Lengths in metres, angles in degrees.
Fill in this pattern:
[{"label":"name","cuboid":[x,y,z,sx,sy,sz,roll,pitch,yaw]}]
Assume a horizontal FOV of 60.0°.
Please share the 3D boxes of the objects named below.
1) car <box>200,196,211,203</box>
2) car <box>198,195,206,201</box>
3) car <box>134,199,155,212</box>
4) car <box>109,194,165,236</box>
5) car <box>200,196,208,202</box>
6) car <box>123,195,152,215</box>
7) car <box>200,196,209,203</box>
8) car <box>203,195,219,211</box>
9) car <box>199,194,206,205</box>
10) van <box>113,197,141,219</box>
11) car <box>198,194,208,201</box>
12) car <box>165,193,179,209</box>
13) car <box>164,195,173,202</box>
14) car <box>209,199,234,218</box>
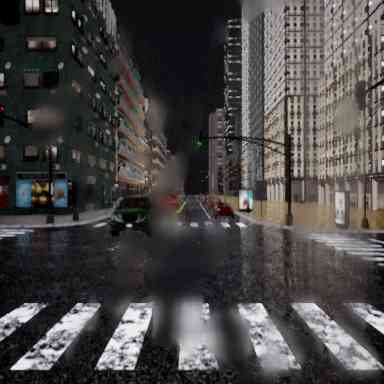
[{"label":"car","cuboid":[2.761,1.567,68.008,2.008,1.369,4.403,0,0,0]},{"label":"car","cuboid":[2.782,1.587,90.118,2.008,1.369,4.403,0,0,0]},{"label":"car","cuboid":[-5.645,1.547,40.379,1.887,1.381,4.507,0,0,0]},{"label":"car","cuboid":[-2.982,1.234,18.592,2.150,2.045,5.566,0,0,0]},{"label":"car","cuboid":[2.771,1.607,79.063,1.802,1.307,4.206,0,0,0]},{"label":"car","cuboid":[-5.648,1.316,34.851,2.192,1.841,5.009,0,0,0]},{"label":"car","cuboid":[2.766,1.566,73.536,1.887,1.381,4.507,0,0,0]},{"label":"car","cuboid":[2.737,1.442,40.370,1.967,1.590,4.097,0,0,0]},{"label":"car","cuboid":[2.752,1.449,56.953,1.967,1.590,4.097,0,0,0]},{"label":"van","cuboid":[-5.654,1.341,29.323,1.690,1.788,3.998,0,0,0]},{"label":"car","cuboid":[2.778,1.345,84.591,2.192,1.841,5.009,0,0,0]},{"label":"car","cuboid":[-2.957,1.226,45.159,2.150,2.045,5.566,0,0,0]},{"label":"car","cuboid":[-5.608,1.465,79.071,1.967,1.590,4.097,0,0,0]},{"label":"car","cuboid":[2.725,1.582,29.314,1.802,1.307,4.206,0,0,0]}]
